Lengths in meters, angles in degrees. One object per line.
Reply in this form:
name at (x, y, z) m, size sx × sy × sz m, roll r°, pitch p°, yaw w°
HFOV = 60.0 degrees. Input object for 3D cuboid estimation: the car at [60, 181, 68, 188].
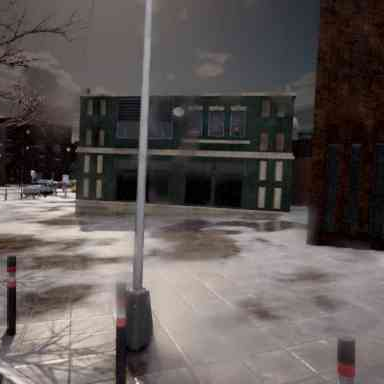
car at (-27.422, -1.495, 65.529) m, size 5.008 × 1.535 × 2.097 m, roll 3°, pitch 3°, yaw 20°

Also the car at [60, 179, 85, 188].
car at (-25.459, -1.761, 70.676) m, size 4.553 × 1.767 × 2.185 m, roll 3°, pitch 3°, yaw 20°

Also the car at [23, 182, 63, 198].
car at (-18.808, -0.127, 41.500) m, size 2.128 × 1.511 × 4.902 m, roll 3°, pitch 2°, yaw 13°

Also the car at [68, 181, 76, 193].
car at (-17.845, -0.665, 55.576) m, size 1.882 × 1.535 × 5.008 m, roll 3°, pitch 3°, yaw 21°

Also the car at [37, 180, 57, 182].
car at (-28.346, -1.552, 62.923) m, size 4.553 × 1.767 × 2.185 m, roll 3°, pitch 3°, yaw 20°
